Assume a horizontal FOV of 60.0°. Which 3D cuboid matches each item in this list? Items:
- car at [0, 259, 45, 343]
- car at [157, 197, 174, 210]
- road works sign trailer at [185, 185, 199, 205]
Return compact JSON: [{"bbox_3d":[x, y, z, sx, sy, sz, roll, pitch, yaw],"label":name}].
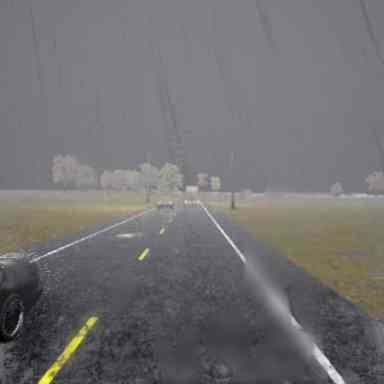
[{"bbox_3d":[-3.599,1.553,3.740,2.033,1.411,5.357,0,0,0],"label":"car"},{"bbox_3d":[-3.557,1.427,45.315,2.097,1.767,4.553,0,0,0],"label":"car"},{"bbox_3d":[0.034,0.568,62.057,2.380,3.560,2.880,0,0,0],"label":"road works sign trailer"}]
